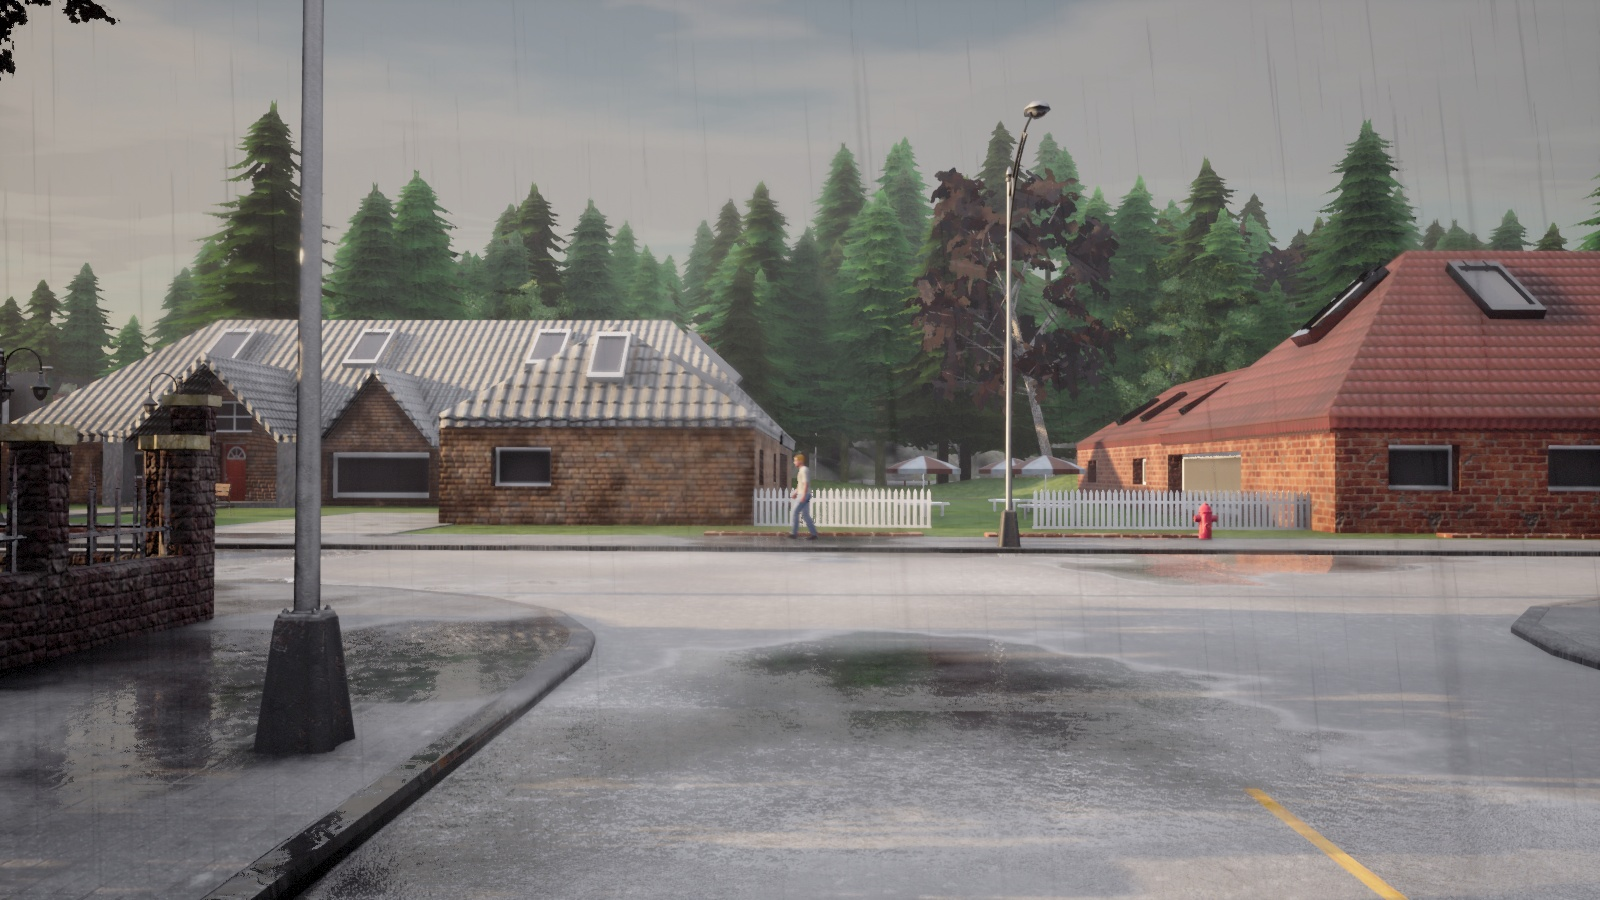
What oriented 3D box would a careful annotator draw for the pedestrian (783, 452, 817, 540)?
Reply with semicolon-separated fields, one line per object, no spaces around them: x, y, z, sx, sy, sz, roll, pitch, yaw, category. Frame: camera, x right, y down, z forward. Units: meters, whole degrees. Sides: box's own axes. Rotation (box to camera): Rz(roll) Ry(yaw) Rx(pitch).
-0.002;0.959;26.253;0.706;1.836;0.354;0;-1;1;pedestrian
